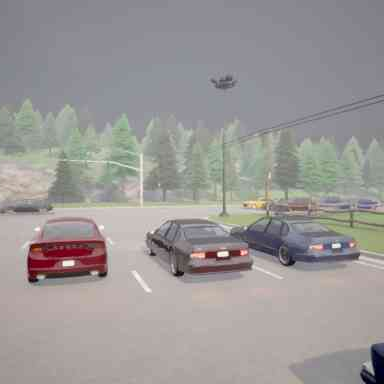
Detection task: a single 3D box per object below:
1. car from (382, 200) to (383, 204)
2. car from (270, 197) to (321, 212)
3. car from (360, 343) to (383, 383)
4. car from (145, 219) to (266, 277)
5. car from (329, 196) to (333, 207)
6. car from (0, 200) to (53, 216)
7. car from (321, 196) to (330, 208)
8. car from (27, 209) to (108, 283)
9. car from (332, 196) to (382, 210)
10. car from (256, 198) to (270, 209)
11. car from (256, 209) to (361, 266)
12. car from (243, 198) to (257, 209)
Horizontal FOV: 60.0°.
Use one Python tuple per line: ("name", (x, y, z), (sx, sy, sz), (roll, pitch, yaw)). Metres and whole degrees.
("car", (31.588, 1.478, 51.811), (5.008, 1.535, 1.882), (0, 0, -19))
("car", (11.666, 1.352, 37.519), (4.553, 1.767, 2.097), (0, 0, -20))
("car", (3.191, 1.601, 1.359), (1.895, 1.301, 4.718), (0, 0, -20))
("car", (-0.093, 1.547, 10.397), (2.033, 1.411, 5.357), (0, 0, -20))
("car", (21.477, 1.492, 44.639), (4.902, 1.511, 2.128), (0, 0, -19))
("car", (-16.229, 1.491, 32.579), (4.902, 1.511, 2.128), (0, 0, -29))
("car", (19.317, 1.351, 47.594), (4.553, 1.767, 2.097), (0, 0, -19))
("car", (-3.636, 1.478, 9.926), (1.882, 1.535, 5.008), (0, 0, -19))
("car", (20.102, 1.478, 40.463), (5.008, 1.535, 1.882), (0, 0, -19))
("car", (10.760, 1.526, 40.892), (4.674, 1.442, 1.812), (0, 0, -18))
("car", (3.183, 1.547, 11.637), (2.033, 1.411, 5.357), (0, 0, -20))
("car", (9.163, 1.478, 44.060), (5.008, 1.535, 1.882), (0, 0, -20))
